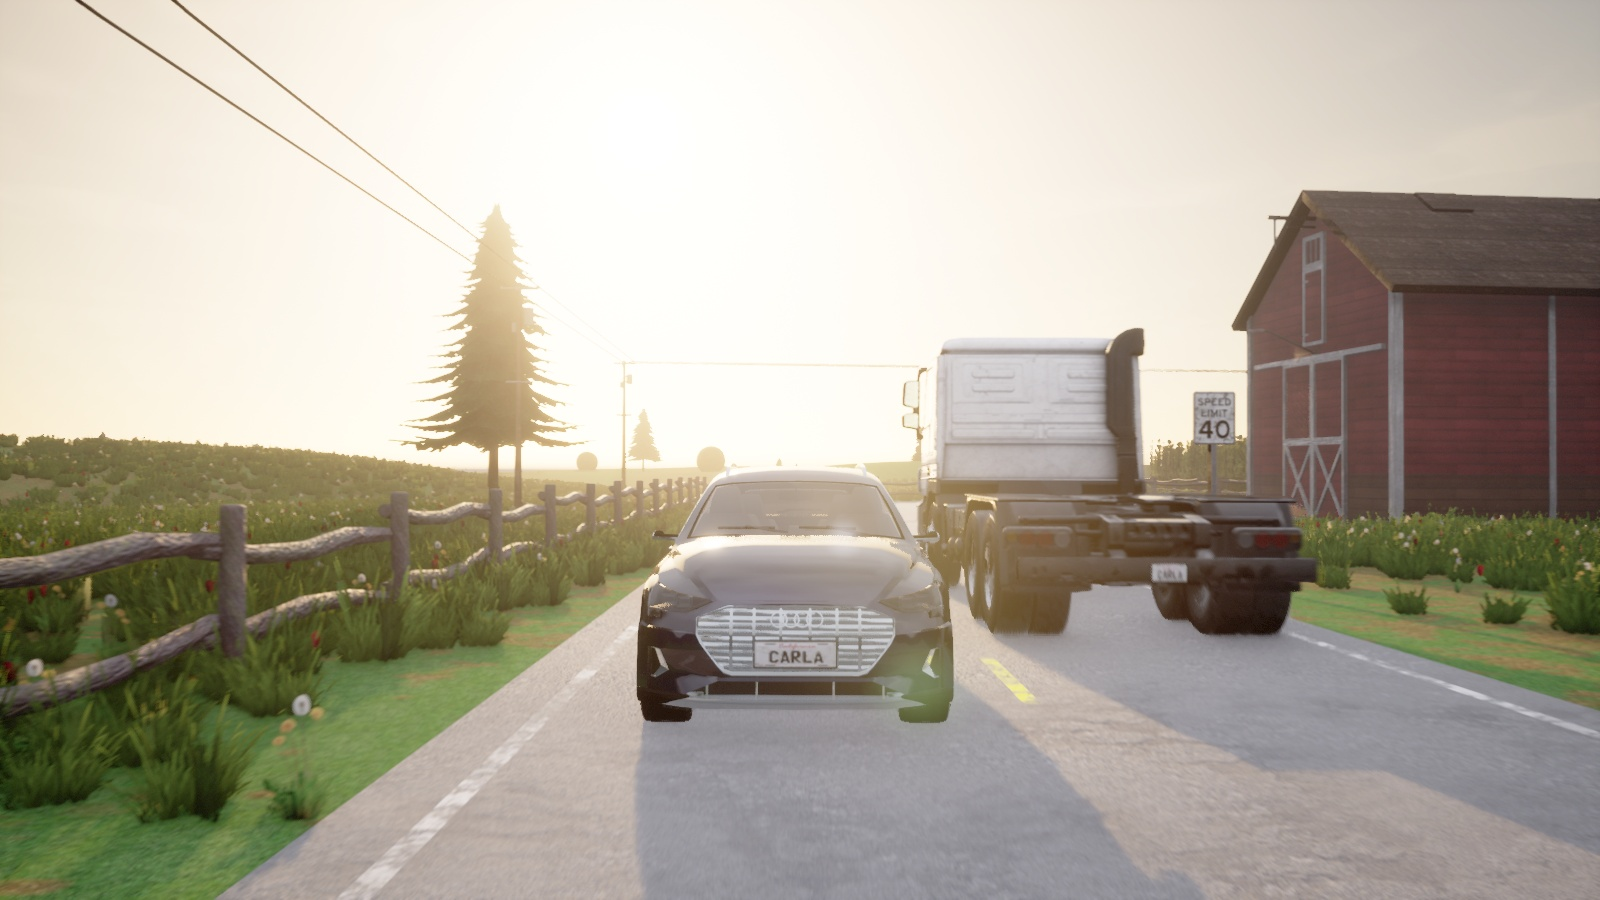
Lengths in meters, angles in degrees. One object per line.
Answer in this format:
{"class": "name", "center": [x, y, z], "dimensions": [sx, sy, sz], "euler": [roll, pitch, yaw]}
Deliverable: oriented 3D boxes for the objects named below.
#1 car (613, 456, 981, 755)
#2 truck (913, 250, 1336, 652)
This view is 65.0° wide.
{"class": "car", "center": [-0.023, 0.902, 9.398], "dimensions": [2.033, 1.649, 4.856], "euler": [0, -1, 0]}
{"class": "truck", "center": [3.160, 0.068, 14.820], "dimensions": [2.891, 3.462, 7.936], "euler": [0, -1, 0]}
